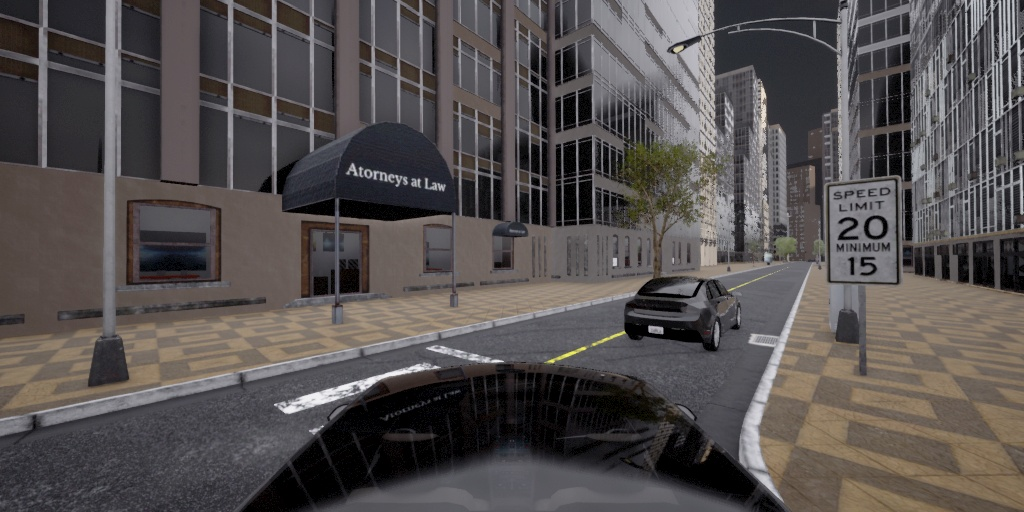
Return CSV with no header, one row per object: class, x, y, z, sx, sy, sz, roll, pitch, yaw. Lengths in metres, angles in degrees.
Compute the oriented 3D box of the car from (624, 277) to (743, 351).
car,4.488,1.257,9.145,1.837,1.490,4.892,-1,0,40
